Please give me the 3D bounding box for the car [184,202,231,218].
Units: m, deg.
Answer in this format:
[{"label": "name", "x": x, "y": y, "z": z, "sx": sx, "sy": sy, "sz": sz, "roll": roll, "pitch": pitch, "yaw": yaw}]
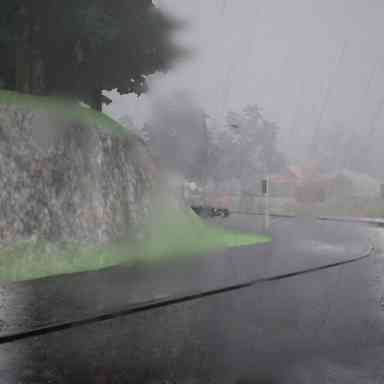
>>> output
[{"label": "car", "x": 1.288, "y": 1.597, "z": 29.672, "sx": 1.895, "sy": 1.301, "sz": 4.718, "roll": 0, "pitch": 0, "yaw": -35}]
